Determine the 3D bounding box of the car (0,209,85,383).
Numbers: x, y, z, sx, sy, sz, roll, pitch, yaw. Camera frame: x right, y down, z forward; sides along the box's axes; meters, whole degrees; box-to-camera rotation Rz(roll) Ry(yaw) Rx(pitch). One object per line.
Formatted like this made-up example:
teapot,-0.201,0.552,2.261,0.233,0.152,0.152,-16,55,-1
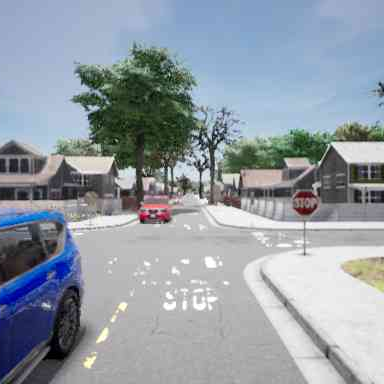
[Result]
car,-2.749,1.256,3.043,2.150,2.045,5.566,0,0,0

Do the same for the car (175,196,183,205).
car,-2.737,1.553,61.113,2.097,1.767,4.553,0,0,0

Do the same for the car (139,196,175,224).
car,-2.743,1.339,26.221,2.150,2.045,5.566,0,0,0
